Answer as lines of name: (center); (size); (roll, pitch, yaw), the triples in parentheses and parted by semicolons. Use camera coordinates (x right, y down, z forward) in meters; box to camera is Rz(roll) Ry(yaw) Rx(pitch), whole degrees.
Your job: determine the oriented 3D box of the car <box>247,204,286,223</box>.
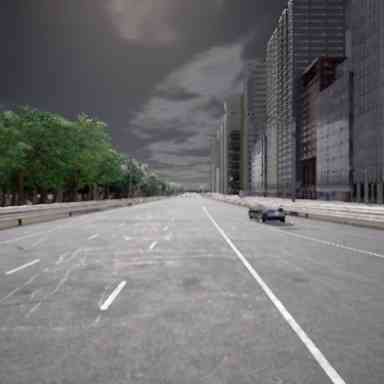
car: (6.125, 1.700, 27.639); (2.163, 1.488, 4.792); (0, 0, -8)
